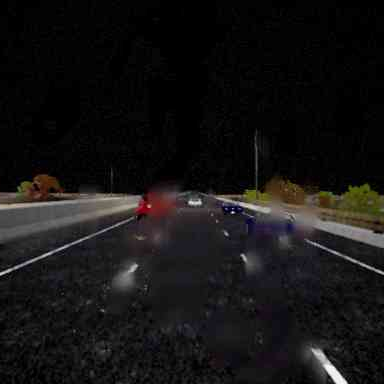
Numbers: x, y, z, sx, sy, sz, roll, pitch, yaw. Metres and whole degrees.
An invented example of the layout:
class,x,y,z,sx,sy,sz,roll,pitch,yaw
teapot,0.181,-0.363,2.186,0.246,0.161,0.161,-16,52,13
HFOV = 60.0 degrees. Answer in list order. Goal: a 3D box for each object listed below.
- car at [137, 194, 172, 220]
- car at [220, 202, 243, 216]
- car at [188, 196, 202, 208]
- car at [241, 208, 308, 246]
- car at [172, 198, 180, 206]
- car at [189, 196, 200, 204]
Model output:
class,x,y,z,sx,sy,sz,roll,pitch,yaw
car,-3.256,1.222,28.384,2.150,2.045,5.566,0,0,1
car,3.829,1.616,33.223,1.895,1.301,4.718,0,0,0
car,0.461,1.626,48.680,1.895,1.301,4.718,0,0,1
car,3.681,1.605,15.386,1.895,1.301,4.718,0,0,0
car,-3.089,1.592,54.408,1.994,1.385,4.181,0,0,1
car,0.487,1.529,63.988,2.128,1.511,4.902,0,0,0
